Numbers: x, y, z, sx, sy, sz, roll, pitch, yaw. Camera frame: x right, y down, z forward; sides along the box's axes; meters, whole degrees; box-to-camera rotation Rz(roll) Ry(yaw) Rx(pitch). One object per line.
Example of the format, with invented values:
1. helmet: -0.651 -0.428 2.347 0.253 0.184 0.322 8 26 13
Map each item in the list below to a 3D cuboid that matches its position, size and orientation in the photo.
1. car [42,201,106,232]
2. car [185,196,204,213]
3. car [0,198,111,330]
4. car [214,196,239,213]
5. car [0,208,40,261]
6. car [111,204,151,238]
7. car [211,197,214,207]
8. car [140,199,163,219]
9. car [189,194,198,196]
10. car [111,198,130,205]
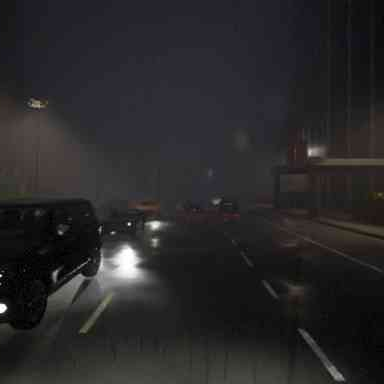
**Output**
1. car: -7.023 1.393 20.456 2.128 1.511 4.902 0 0 0
2. car: 0.225 1.437 34.809 1.895 1.301 4.718 0 0 0
3. car: -3.576 1.186 7.190 2.150 2.045 5.566 0 0 0
4. car: 3.723 1.331 34.462 2.128 1.511 4.902 0 0 0
5. car: -7.063 1.424 10.907 1.882 1.535 5.008 0 0 0
6. car: -3.534 1.519 17.138 1.895 1.301 4.718 0 0 0
7. car: 3.710 1.305 47.436 1.812 1.442 4.674 0 0 1
8. car: -3.477 1.347 27.577 1.882 1.535 5.008 0 0 0
9. car: 0.206 1.129 47.437 2.097 1.767 4.553 0 0 1
10. car: -6.950 1.332 30.408 1.882 1.535 5.008 0 0 1
